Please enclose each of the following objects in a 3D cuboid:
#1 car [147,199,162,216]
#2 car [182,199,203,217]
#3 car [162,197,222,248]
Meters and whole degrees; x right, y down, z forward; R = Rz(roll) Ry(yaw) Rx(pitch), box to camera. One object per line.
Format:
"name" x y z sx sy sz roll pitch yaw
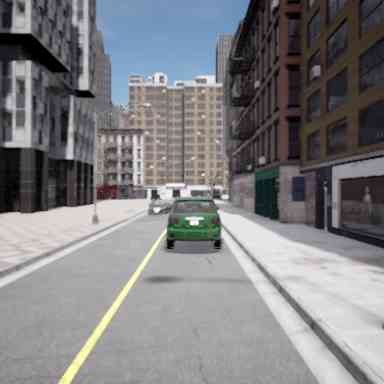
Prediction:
"car" -3.130 1.440 32.019 2.128 1.511 4.902 0 0 0
"car" 0.067 1.455 31.945 1.837 1.490 4.892 0 0 0
"car" 0.083 1.207 14.760 2.150 2.045 5.566 0 0 0
